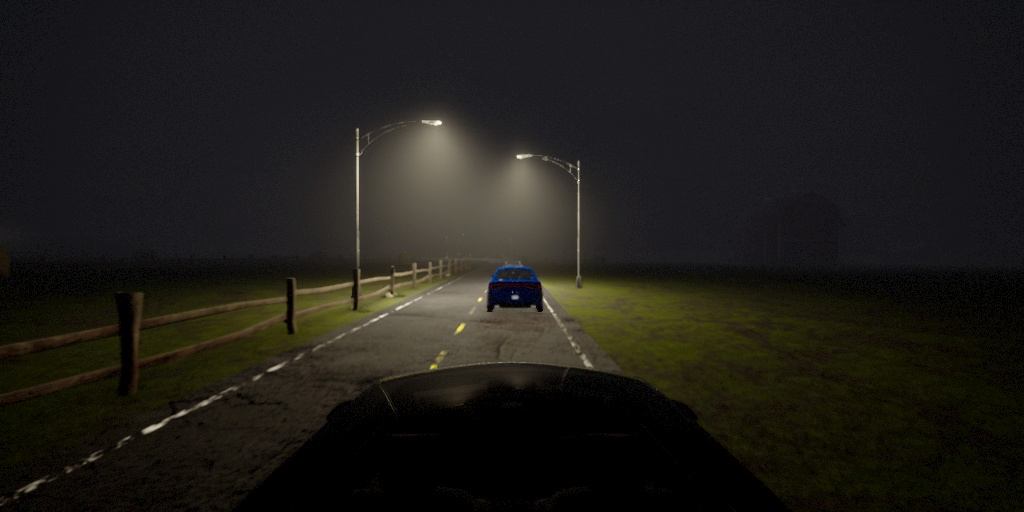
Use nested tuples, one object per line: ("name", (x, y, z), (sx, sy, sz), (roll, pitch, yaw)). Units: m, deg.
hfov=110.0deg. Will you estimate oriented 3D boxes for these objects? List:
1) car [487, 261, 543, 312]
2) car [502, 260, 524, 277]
("car", (0.101, 1.125, 13.769), (1.882, 1.535, 5.008), (0, 1, 0))
("car", (0.109, 1.083, 32.676), (1.895, 1.301, 4.718), (0, 1, 0))
